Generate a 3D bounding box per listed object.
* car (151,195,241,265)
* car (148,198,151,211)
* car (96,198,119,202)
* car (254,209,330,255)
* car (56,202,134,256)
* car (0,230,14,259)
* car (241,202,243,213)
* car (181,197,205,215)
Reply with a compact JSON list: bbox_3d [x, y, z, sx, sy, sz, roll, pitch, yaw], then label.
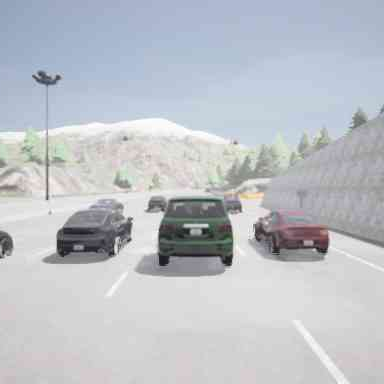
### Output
[{"bbox_3d":[0.102,1.091,11.267,2.150,2.045,5.566,0,1,0],"label":"car"},{"bbox_3d":[-3.395,1.116,33.968,1.837,1.490,4.892,0,1,0],"label":"car"},{"bbox_3d":[-6.897,1.234,27.359,2.033,1.411,5.357,0,1,0],"label":"car"},{"bbox_3d":[3.588,1.380,12.556,1.812,1.442,4.674,0,1,0],"label":"car"},{"bbox_3d":[-3.398,1.364,12.385,1.837,1.490,4.892,0,1,0],"label":"car"},{"bbox_3d":[-6.899,1.457,9.324,1.994,1.385,4.181,0,1,0],"label":"car"},{"bbox_3d":[3.603,1.129,31.589,2.128,1.511,4.902,0,1,0],"label":"car"},{"bbox_3d":[0.103,1.192,30.966,2.033,1.411,5.357,0,1,0],"label":"car"}]
